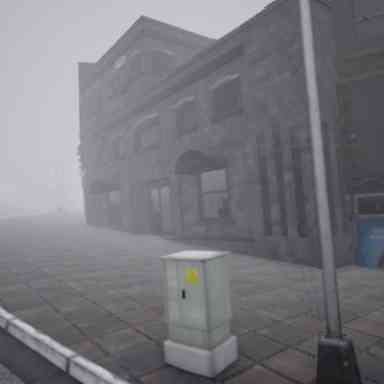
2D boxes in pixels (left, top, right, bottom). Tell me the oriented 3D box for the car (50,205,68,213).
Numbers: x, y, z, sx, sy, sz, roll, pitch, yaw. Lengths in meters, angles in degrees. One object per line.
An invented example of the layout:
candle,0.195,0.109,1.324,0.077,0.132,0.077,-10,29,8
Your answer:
car,-26.252,3.318,65.604,2.128,1.511,4.902,-4,-2,3
